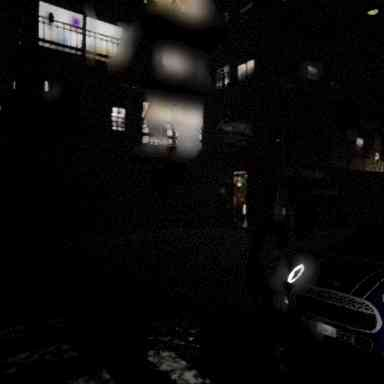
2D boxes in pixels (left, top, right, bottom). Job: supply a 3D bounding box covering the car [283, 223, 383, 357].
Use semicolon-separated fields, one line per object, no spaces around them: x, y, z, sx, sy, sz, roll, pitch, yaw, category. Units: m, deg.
3.733;1.384;6.044;4.553;1.767;2.097;1;0;-36;car
